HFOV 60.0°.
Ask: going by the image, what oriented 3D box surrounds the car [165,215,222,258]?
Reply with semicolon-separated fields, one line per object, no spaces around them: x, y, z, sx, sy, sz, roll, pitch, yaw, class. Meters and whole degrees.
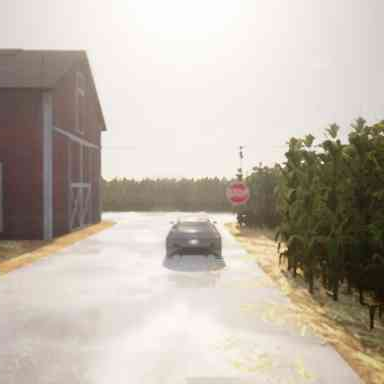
0.056;1.591;12.849;1.994;1.385;4.181;0;0;0;car
